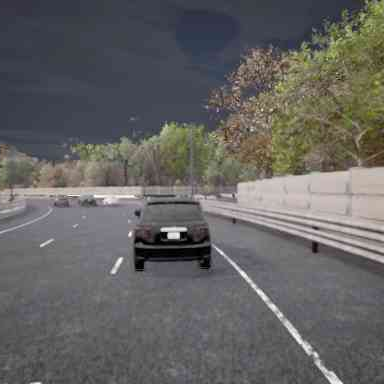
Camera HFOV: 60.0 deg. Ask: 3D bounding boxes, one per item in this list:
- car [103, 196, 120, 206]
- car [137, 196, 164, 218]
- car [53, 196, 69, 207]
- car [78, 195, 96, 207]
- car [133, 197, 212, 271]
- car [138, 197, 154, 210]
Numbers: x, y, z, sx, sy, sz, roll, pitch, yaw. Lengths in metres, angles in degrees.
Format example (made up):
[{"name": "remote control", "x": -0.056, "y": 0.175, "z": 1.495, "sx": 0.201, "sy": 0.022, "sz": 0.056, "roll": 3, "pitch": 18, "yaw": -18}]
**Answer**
[{"name": "car", "x": -12.298, "y": 1.359, "z": 50.680, "sx": 1.812, "sy": 1.442, "sz": 4.674, "roll": 0, "pitch": 0, "yaw": -26}, {"name": "car", "x": -3.740, "y": 1.235, "z": 29.548, "sx": 2.097, "sy": 1.767, "sz": 4.553, "roll": 0, "pitch": 0, "yaw": -11}, {"name": "car", "x": -19.463, "y": 1.370, "z": 49.281, "sx": 2.128, "sy": 1.511, "sz": 4.902, "roll": 0, "pitch": 0, "yaw": -28}, {"name": "car", "x": -15.685, "y": 1.209, "z": 49.546, "sx": 2.097, "sy": 1.767, "sz": 4.553, "roll": 0, "pitch": 0, "yaw": -27}, {"name": "car", "x": -0.737, "y": 1.175, "z": 11.041, "sx": 2.150, "sy": 2.045, "sz": 5.566, "roll": 0, "pitch": 0, "yaw": -6}, {"name": "car", "x": -5.670, "y": 1.365, "z": 41.593, "sx": 1.812, "sy": 1.442, "sz": 4.674, "roll": -1, "pitch": 0, "yaw": -6}]
